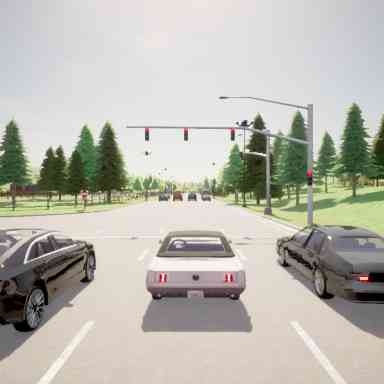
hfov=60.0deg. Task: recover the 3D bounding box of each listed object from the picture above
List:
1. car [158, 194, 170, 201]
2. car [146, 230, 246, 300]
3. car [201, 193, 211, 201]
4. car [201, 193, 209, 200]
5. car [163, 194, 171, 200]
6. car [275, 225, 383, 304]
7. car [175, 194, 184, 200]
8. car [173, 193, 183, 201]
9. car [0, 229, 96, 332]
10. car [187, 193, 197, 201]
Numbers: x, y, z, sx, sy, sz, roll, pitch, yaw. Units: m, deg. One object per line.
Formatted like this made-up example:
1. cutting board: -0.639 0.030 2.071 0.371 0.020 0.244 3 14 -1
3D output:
1. car: -6.942 1.347 81.006 2.097 1.767 4.553 0 0 0
2. car: 0.085 1.601 8.343 1.895 1.301 4.718 0 0 0
3. car: 3.558 1.517 80.612 2.128 1.511 4.902 0 0 0
4. car: 3.566 1.187 91.002 2.097 1.767 4.553 0 0 0
5. car: -6.934 1.332 91.039 1.837 1.490 4.892 0 0 0
6. car: 3.586 1.547 8.369 2.033 1.411 5.357 0 0 0
7. car: -3.434 1.357 91.037 2.128 1.511 4.902 0 0 0
8. car: -3.442 1.217 80.647 2.150 2.045 5.566 0 0 0
9. car: -3.425 1.492 6.805 2.128 1.511 4.902 0 0 0
10. car: 0.058 1.217 80.644 2.150 2.045 5.566 0 0 0
